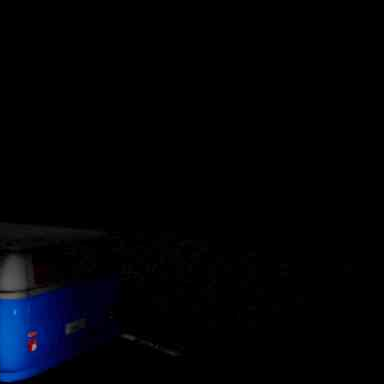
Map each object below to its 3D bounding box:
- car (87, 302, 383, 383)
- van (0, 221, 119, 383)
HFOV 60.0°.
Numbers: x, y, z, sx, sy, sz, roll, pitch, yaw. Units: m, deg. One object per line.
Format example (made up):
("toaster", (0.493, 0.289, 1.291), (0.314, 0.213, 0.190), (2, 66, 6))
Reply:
("car", (1.664, 1.542, 1.776), (4.507, 1.381, 1.887), (0, 0, 36))
("van", (-2.891, 1.374, 5.050), (3.998, 1.788, 1.690), (0, 0, 36))
